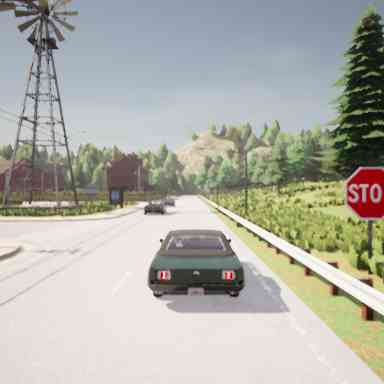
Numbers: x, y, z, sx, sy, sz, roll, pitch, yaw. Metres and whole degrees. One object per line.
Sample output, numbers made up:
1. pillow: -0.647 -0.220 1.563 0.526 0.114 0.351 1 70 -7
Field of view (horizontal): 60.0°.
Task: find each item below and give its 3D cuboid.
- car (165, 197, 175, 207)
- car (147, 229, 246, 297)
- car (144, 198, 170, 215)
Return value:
1. car: -3.476 1.473 48.526 1.994 1.385 4.181 0 0 0
2. car: 0.091 1.585 8.471 1.895 1.301 4.718 0 0 0
3. car: -3.572 1.538 32.921 1.895 1.301 4.718 0 0 0
